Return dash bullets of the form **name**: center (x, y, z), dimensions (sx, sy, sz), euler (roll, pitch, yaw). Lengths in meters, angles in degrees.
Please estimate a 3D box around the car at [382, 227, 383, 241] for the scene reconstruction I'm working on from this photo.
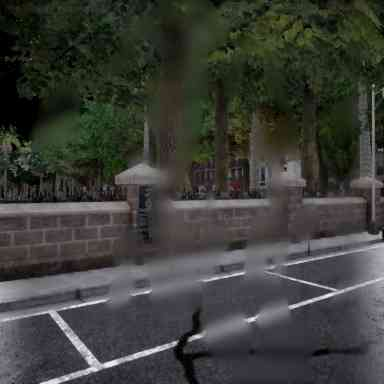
- **car**: center (9.760, 1.310, 13.509), dimensions (5.009, 1.841, 2.192), euler (0, 0, -36)
